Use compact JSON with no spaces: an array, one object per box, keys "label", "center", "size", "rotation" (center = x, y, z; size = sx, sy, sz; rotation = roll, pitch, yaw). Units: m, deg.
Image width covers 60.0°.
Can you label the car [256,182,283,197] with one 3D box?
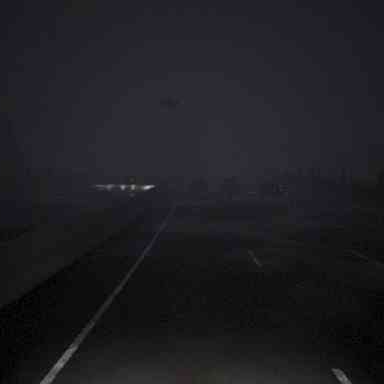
[{"label":"car","center":[7.714,-0.334,33.377],"size":[2.033,1.411,5.357],"rotation":[0,5,2]}]

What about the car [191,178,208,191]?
[{"label":"car","center":[0.878,-0.992,40.309],"size":[1.882,1.535,5.008],"rotation":[0,5,1]}]

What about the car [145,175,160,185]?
[{"label":"car","center":[-6.053,-1.926,51.610],"size":[2.128,1.511,4.902],"rotation":[0,5,1]}]

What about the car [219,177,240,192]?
[{"label":"car","center":[4.347,-0.999,38.953],"size":[2.097,1.767,4.553],"rotation":[0,5,1]}]

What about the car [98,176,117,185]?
[{"label":"car","center":[-13.054,-1.862,51.539],"size":[1.994,1.385,4.181],"rotation":[0,5,1]}]

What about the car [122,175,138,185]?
[{"label":"car","center":[-9.553,-1.913,51.526],"size":[1.837,1.490,4.892],"rotation":[0,5,1]}]
